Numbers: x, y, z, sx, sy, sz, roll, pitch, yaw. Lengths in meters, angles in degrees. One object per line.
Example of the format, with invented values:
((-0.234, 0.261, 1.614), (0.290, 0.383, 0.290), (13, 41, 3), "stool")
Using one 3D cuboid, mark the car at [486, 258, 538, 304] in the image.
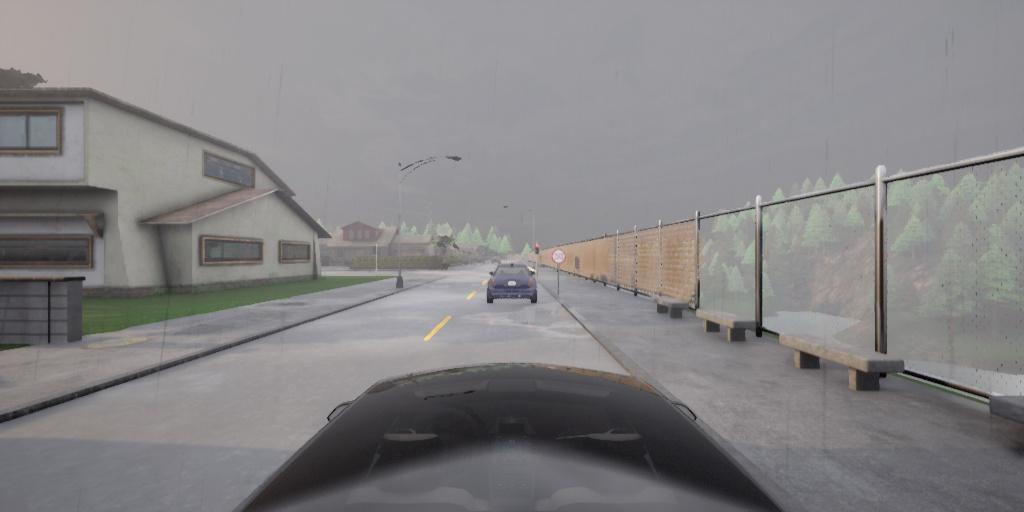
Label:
((0.000, 1.113, 16.470), (2.097, 1.767, 4.553), (0, 0, 0), "car")
